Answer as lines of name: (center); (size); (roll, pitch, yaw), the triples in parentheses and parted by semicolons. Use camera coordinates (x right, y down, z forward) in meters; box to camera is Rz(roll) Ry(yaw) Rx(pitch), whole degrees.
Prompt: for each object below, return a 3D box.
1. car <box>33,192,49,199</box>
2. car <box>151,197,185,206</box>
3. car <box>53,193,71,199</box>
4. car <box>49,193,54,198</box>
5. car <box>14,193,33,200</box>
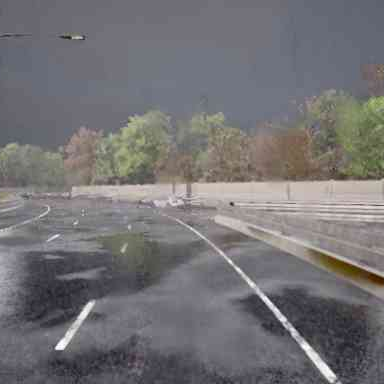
car: (-35.440, 1.009, 76.543); (4.181, 1.385, 1.994); (0, 1, 43)
car: (-2.619, 1.136, 35.963); (1.812, 1.442, 4.674); (-1, 1, -41)
car: (-28.640, 1.106, 74.385); (1.812, 1.442, 4.674); (-1, 1, -44)
car: (-32.551, 0.972, 78.684); (4.674, 1.442, 1.812); (0, 1, 43)
car: (-37.919, 0.982, 74.072); (4.892, 1.490, 1.837); (0, 1, 43)
